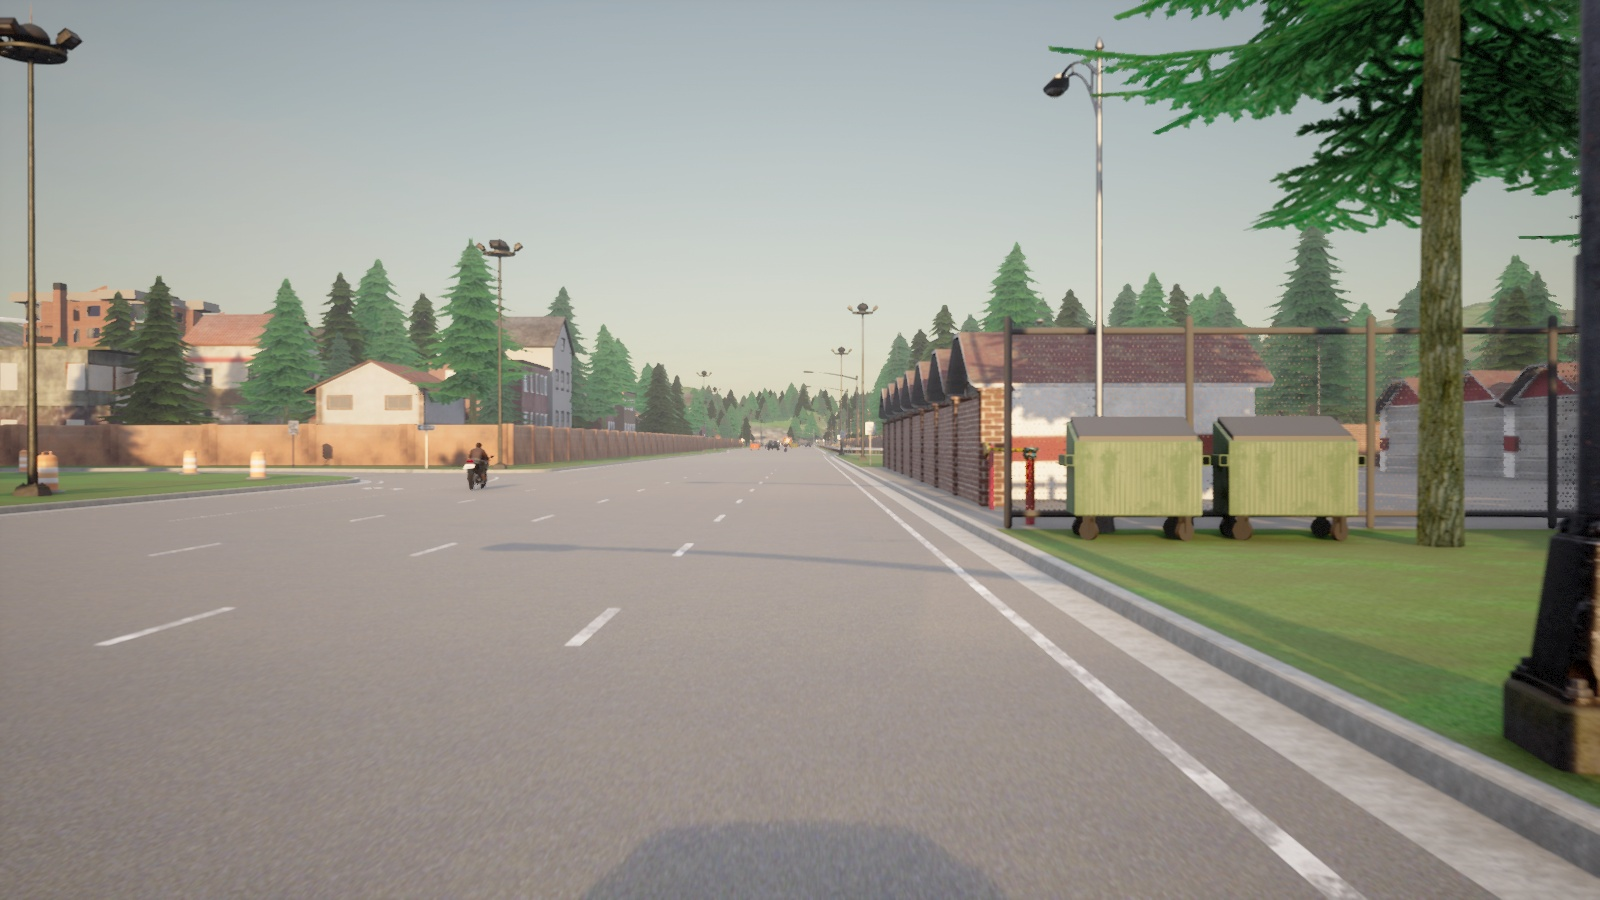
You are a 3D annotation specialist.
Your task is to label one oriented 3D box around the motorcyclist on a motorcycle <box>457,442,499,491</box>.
[{"bbox_3d":[-10.258,0.494,40.072,0.797,1.523,2.044,0,0,0],"label":"motorcyclist on a motorcycle"}]
